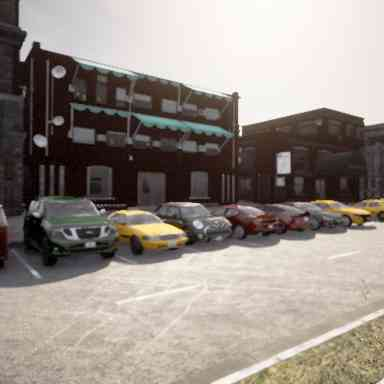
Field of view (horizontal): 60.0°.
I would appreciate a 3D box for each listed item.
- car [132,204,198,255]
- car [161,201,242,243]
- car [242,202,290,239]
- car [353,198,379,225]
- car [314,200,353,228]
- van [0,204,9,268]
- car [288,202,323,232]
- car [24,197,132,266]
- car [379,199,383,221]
[{"bbox_3d":[-2.228,1.436,13.550,1.946,1.575,5.366,0,0,-35],"label":"car"},{"bbox_3d":[-0.189,1.292,15.264,2.185,1.767,4.553,-1,0,-35],"label":"car"},{"bbox_3d":[2.098,1.394,16.844,2.097,1.535,5.008,-1,0,-35],"label":"car"},{"bbox_3d":[8.991,1.318,21.754,2.097,1.535,5.008,-1,0,-35],"label":"car"},{"bbox_3d":[6.623,1.345,20.073,2.231,1.521,4.892,-1,0,-35],"label":"car"},{"bbox_3d":[-7.038,1.252,10.505,1.878,1.987,4.442,0,0,-35],"label":"van"},{"bbox_3d":[4.344,1.399,18.482,2.163,1.488,4.792,-1,0,-35],"label":"car"},{"bbox_3d":[-4.589,1.207,12.063,2.435,2.045,5.566,0,0,-35],"label":"car"},{"bbox_3d":[13.416,1.272,25.120,1.946,1.575,5.366,0,0,-35],"label":"car"}]
